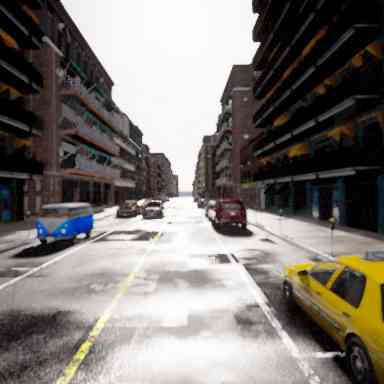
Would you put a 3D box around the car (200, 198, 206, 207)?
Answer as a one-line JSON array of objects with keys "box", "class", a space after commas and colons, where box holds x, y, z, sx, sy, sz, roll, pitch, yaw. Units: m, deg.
[{"box": [2.140, 1.640, 33.059, 2.008, 1.369, 4.403, -1, 0, -1], "class": "car"}]

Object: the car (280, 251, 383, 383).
[{"box": [2.624, 1.516, 4.925, 1.752, 1.417, 4.829, -1, 0, -1], "class": "car"}]

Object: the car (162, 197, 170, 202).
[{"box": [-7.312, 2.069, 95.207, 1.947, 1.339, 4.313, -1, 0, -1], "class": "car"}]

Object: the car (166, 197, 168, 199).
[{"box": [-6.922, 1.937, 72.564, 1.802, 1.307, 4.206, -1, 0, -1], "class": "car"}]

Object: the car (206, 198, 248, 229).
[{"box": [2.332, 1.360, 21.737, 2.192, 1.841, 5.009, -1, 0, -1], "class": "car"}]

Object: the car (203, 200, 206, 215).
[{"box": [2.237, 1.618, 27.398, 2.008, 1.369, 4.403, -1, 0, -1], "class": "car"}]

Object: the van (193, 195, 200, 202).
[{"box": [1.161, 1.738, 89.666, 1.690, 1.788, 3.998, -1, 0, -1], "class": "van"}]

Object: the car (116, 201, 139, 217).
[{"box": [-6.241, 1.596, 32.938, 1.967, 1.590, 4.097, -1, 0, -1], "class": "car"}]

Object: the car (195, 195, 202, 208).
[{"box": [1.846, 1.604, 50.042, 1.967, 1.590, 4.097, -1, 0, -1], "class": "car"}]

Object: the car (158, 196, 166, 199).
[{"box": [-6.825, 1.903, 66.904, 1.802, 1.307, 4.206, -1, 0, -1], "class": "car"}]

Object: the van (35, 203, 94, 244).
[{"box": [-5.950, 1.433, 15.956, 1.690, 1.788, 3.998, -1, 0, -1], "class": "van"}]

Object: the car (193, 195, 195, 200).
[{"box": [1.261, 1.904, 84.005, 1.887, 1.381, 4.507, -1, 0, -1], "class": "car"}]

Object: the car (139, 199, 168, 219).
[{"box": [-3.513, 1.652, 31.021, 1.812, 1.442, 4.674, 0, 0, -1], "class": "car"}]
